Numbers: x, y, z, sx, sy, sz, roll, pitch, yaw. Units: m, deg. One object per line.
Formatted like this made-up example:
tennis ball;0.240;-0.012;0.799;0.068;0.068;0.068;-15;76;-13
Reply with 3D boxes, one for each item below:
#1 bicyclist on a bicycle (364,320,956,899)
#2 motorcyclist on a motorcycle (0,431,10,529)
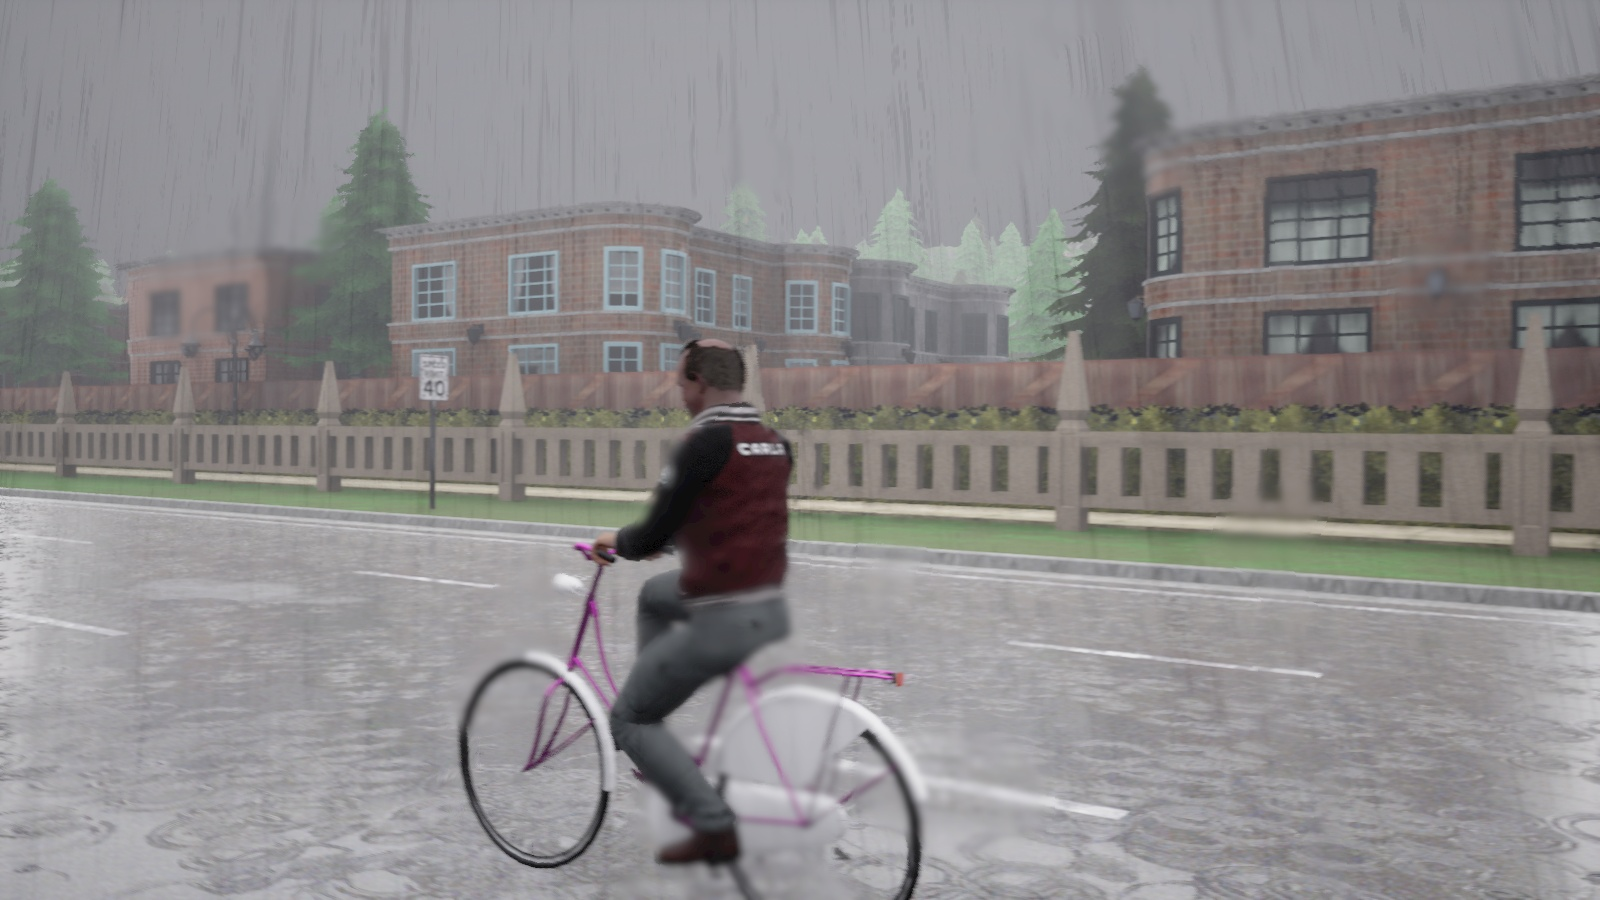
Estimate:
bicyclist on a bicycle;-0.492;0.552;3.948;1.843;1.776;0.659;0;1;34
motorcyclist on a motorcycle;-14.708;0.517;21.797;2.350;1.649;0.766;0;1;34
